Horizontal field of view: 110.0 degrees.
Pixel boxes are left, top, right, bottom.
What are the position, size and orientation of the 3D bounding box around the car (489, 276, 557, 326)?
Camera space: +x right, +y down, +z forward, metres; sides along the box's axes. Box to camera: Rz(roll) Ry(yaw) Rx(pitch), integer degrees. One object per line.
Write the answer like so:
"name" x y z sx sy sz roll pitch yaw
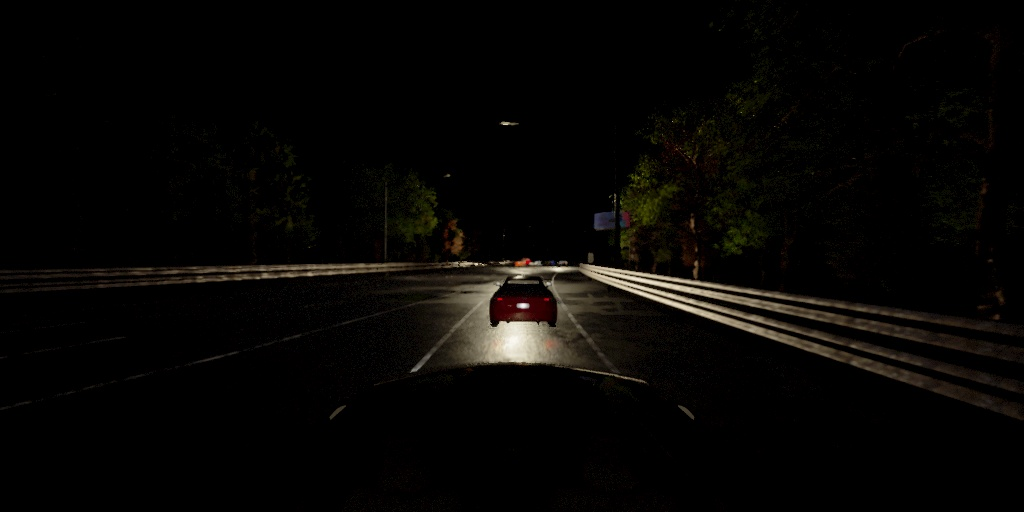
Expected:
"car" 0.386 1.341 11.821 1.994 1.385 4.181 0 0 2
